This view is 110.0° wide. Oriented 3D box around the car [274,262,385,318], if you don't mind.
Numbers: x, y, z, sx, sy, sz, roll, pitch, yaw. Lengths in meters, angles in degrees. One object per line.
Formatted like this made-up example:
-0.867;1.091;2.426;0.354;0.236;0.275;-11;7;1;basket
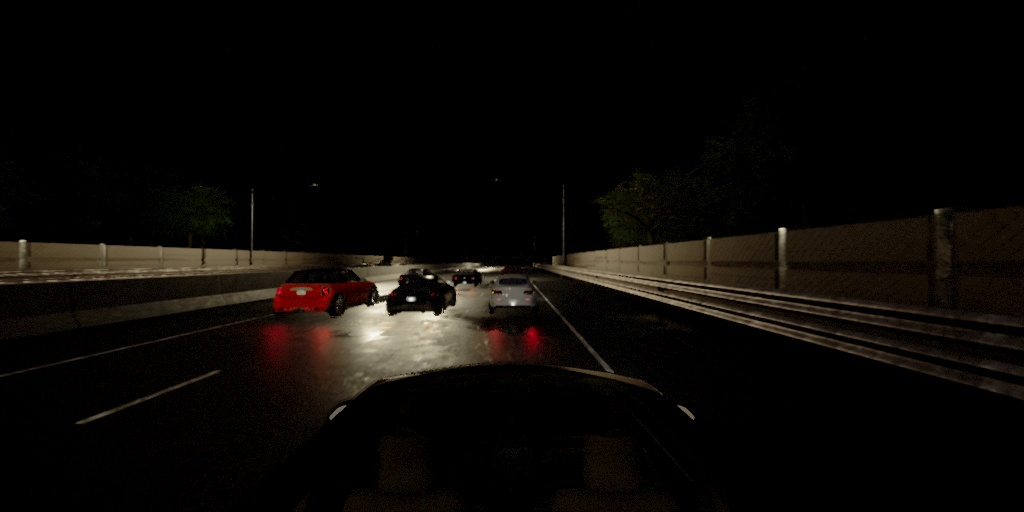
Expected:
-6.952;1.260;13.986;2.097;1.767;4.553;0;-1;0;car

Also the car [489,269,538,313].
0.054;1.444;14.830;1.812;1.442;4.674;0;0;0;car

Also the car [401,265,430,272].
-6.973;1.621;26.944;2.033;1.411;5.357;0;-1;1;car

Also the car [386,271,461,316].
-3.449;1.478;14.340;1.994;1.385;4.181;0;-1;0;car

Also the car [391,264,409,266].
-17.541;1.993;58.444;1.812;1.442;4.674;0;-1;1;car

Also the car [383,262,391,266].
-21.034;1.820;58.495;2.097;1.767;4.553;0;-1;1;car

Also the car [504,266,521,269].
0.059;1.593;30.315;1.882;1.535;5.008;0;0;0;car

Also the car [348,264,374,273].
-24.519;2.015;58.395;2.033;1.411;5.357;0;-1;1;car

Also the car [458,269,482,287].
-3.455;1.694;28.507;1.895;1.301;4.718;0;-1;1;car
